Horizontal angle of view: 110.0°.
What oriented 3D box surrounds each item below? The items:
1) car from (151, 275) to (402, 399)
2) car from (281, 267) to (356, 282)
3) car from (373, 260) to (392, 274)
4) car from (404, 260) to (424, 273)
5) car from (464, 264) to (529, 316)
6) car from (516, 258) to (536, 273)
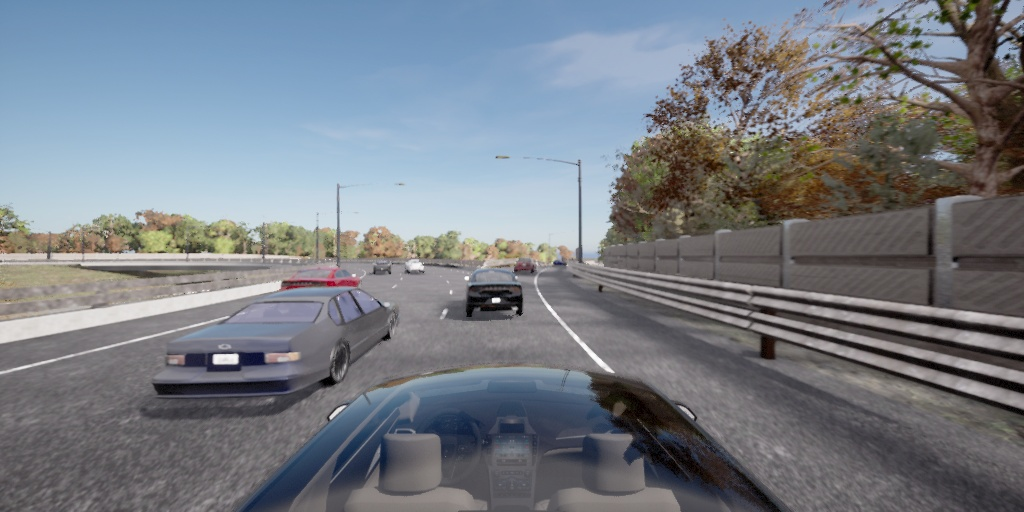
[{"bbox_3d":[-3.647,1.297,6.884,2.033,1.411,5.357,0,0,-3],"label":"car"},{"bbox_3d":[-8.063,1.219,15.611,1.882,1.535,5.008,0,0,-8],"label":"car"},{"bbox_3d":[-14.454,1.178,39.942,2.128,1.511,4.902,0,0,-21],"label":"car"},{"bbox_3d":[-11.386,1.190,41.653,1.812,1.442,4.674,0,0,-21],"label":"car"},{"bbox_3d":[-0.745,1.189,13.366,1.882,1.535,5.008,0,0,-6],"label":"car"},{"bbox_3d":[1.589,0.955,40.406,2.097,1.767,4.553,0,0,8],"label":"car"}]
